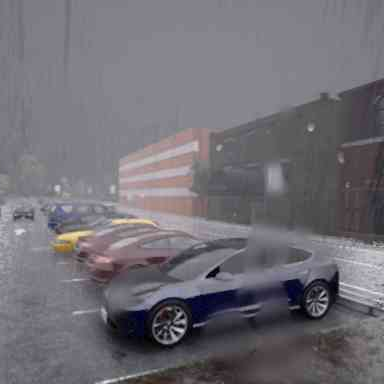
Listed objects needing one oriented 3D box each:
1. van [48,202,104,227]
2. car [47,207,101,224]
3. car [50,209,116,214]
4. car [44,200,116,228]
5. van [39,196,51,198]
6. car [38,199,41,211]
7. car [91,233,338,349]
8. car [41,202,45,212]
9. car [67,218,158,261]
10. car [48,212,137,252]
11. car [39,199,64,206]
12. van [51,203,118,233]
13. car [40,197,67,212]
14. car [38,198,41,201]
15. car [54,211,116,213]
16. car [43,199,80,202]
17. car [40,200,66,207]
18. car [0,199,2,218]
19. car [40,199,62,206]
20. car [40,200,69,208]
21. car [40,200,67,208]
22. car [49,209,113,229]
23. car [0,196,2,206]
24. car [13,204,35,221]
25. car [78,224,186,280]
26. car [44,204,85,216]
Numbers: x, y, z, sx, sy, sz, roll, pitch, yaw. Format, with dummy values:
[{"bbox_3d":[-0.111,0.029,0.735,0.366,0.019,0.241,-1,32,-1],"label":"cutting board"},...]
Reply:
[{"bbox_3d":[-10.241,1.931,29.405,4.442,1.987,1.878,1,-1,-25],"label":"van"},{"bbox_3d":[-11.412,2.233,32.119,4.674,1.452,2.002,1,-1,-25],"label":"car"},{"bbox_3d":[-5.343,1.944,19.349,5.008,1.535,2.097,1,-2,-25],"label":"car"},{"bbox_3d":[-6.523,1.749,21.922,5.566,2.045,2.435,1,-2,-25],"label":"car"},{"bbox_3d":[-24.849,2.032,60.158,4.442,1.987,1.878,1,-1,-25],"label":"van"},{"bbox_3d":[-20.943,2.244,52.628,5.366,1.575,1.946,1,-1,-25],"label":"car"},{"bbox_3d":[0.701,1.696,6.580,4.792,1.488,2.163,1,-2,-25],"label":"car"},{"bbox_3d":[-13.832,2.209,37.236,5.008,1.535,2.097,1,-1,-25],"label":"car"},{"bbox_3d":[-1.702,1.818,11.695,4.674,1.452,2.002,1,-2,-25],"label":"car"},{"bbox_3d":[-3.079,1.826,14.169,5.366,1.575,1.946,1,-2,-25],"label":"car"},{"bbox_3d":[-30.804,2.285,72.970,5.008,1.535,2.097,1,-1,-25],"label":"car"},{"bbox_3d":[-7.867,1.827,24.410,4.442,1.987,1.878,1,-2,-25],"label":"van"},{"bbox_3d":[-19.925,2.111,49.984,4.553,1.767,2.185,1,-1,-25],"label":"car"},{"bbox_3d":[-22.491,2.242,55.021,5.366,1.575,1.946,1,-1,-25],"label":"car"},{"bbox_3d":[-4.121,1.889,16.803,5.008,1.535,2.097,1,-2,-25],"label":"car"},{"bbox_3d":[-15.075,2.089,39.774,4.553,1.767,2.185,1,-1,-25],"label":"car"},{"bbox_3d":[-28.383,2.317,67.864,4.674,1.452,2.002,1,-1,-25],"label":"car"},{"bbox_3d":[-20.843,1.915,34.055,2.097,1.767,4.553,1,-1,-25],"label":"car"},{"bbox_3d":[-32.021,2.328,75.522,4.674,1.452,2.002,1,-1,-25],"label":"car"},{"bbox_3d":[-25.934,2.296,62.770,4.792,1.488,2.163,1,-1,-25],"label":"car"},{"bbox_3d":[-27.176,2.311,65.309,4.674,1.452,2.002,1,-1,-25],"label":"car"},{"bbox_3d":[-8.980,2.150,27.003,4.674,1.452,2.002,1,-2,-25],"label":"car"},{"bbox_3d":[-43.256,1.766,69.952,5.566,2.045,2.435,1,-1,-25],"label":"car"},{"bbox_3d":[-17.247,2.233,34.169,1.895,1.301,4.718,1,-1,-25],"label":"car"},{"bbox_3d":[-0.489,1.762,9.144,4.674,1.452,2.002,1,-2,-25],"label":"car"},{"bbox_3d":[-16.265,2.261,42.337,4.674,1.452,2.002,1,-1,-25],"label":"car"}]
